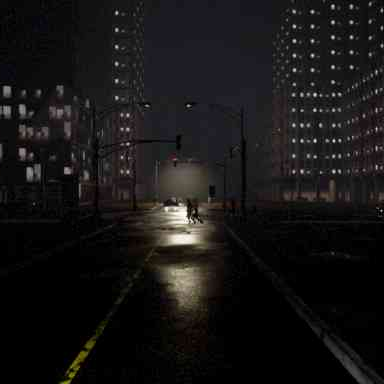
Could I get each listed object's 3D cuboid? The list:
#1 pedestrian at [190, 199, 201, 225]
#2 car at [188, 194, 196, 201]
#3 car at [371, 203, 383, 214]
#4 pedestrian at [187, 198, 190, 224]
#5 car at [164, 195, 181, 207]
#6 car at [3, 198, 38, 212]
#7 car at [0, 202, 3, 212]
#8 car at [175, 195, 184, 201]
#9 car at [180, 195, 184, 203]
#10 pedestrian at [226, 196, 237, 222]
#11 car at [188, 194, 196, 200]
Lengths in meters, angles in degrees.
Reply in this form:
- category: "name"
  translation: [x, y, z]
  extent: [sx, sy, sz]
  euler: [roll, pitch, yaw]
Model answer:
- category: "pedestrian"
  translation: [0.230, 1.293, 22.097]
  extent: [0.375, 1.860, 0.375]
  euler: [0, 0, 0]
- category: "car"
  translation: [-0.013, 1.575, 79.023]
  extent: [1.895, 1.301, 4.718]
  euler: [0, 0, 0]
- category: "car"
  translation: [21.051, 1.461, 34.307]
  extent: [4.553, 1.767, 2.097]
  euler: [0, 0, -1]
- category: "pedestrian"
  translation: [-0.179, 1.290, 23.296]
  extent: [0.375, 1.860, 0.375]
  euler: [0, 0, 0]
- category: "car"
  translation: [-3.100, 1.559, 49.952]
  extent: [1.994, 1.385, 4.181]
  euler: [0, 0, 0]
- category: "car"
  translation: [-19.212, 1.360, 36.368]
  extent: [4.097, 1.590, 1.967]
  euler: [0, -1, -1]
- category: "car"
  translation: [-18.900, 1.415, 27.732]
  extent: [4.829, 1.417, 1.752]
  euler: [0, -1, -1]
- category: "car"
  translation: [-3.015, 1.517, 80.887]
  extent: [2.033, 1.411, 5.357]
  euler: [0, 0, 0]
- category: "car"
  translation: [-3.039, 1.343, 66.253]
  extent: [2.097, 1.767, 4.553]
  euler: [0, 0, 0]
- category: "pedestrian"
  translation: [2.709, 1.139, 22.698]
  extent: [0.375, 1.860, 0.375]
  euler: [0, 0, 0]
- category: "car"
  translation: [-0.016, 1.357, 88.998]
  extent: [2.033, 1.411, 5.357]
  euler: [0, 0, 0]
